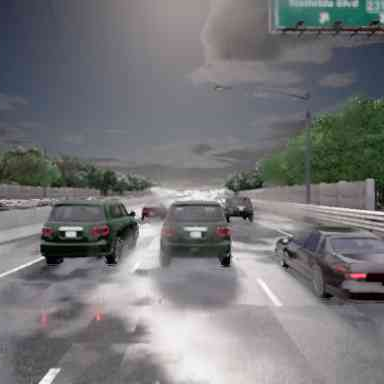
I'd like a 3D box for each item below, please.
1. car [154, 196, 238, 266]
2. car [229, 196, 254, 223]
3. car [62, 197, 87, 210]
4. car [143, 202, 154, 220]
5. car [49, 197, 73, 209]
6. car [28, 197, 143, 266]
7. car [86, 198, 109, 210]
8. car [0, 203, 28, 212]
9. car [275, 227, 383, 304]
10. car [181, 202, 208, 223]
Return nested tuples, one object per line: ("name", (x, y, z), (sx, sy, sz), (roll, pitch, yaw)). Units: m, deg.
("car", (0.118, 1.289, 11.900), (2.150, 2.045, 5.566), (0, 0, 0))
("car", (3.689, 1.375, 27.526), (2.150, 2.045, 5.566), (0, 0, 0))
("car", (-17.287, 1.622, 49.156), (2.097, 1.767, 4.553), (0, 0, 1))
("car", (-3.297, 1.643, 29.830), (1.882, 1.535, 5.008), (0, 0, 0))
("car", (-20.715, 1.642, 52.808), (2.097, 1.767, 4.553), (0, 0, 1))
("car", (-3.381, 1.289, 11.985), (2.150, 2.045, 5.566), (0, 0, 0))
("car", (-13.791, 1.748, 49.034), (1.882, 1.535, 5.008), (0, -1, 1))
("car", (-14.010, 1.751, 27.301), (1.895, 1.301, 4.718), (0, 0, 0))
("car", (3.608, 1.597, 8.494), (2.033, 1.411, 5.357), (0, 0, 0))
("car", (0.193, 1.649, 28.324), (2.128, 1.511, 4.902), (0, 0, 0))
